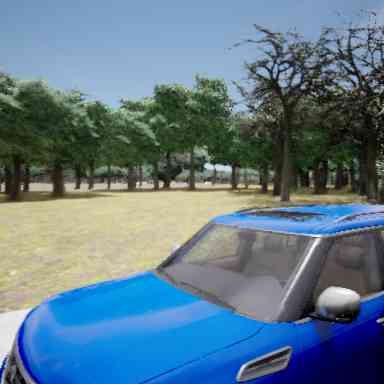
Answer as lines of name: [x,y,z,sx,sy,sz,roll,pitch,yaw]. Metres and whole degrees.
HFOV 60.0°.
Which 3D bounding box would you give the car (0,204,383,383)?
car: [1.084,1.198,3.569,5.566,2.045,2.150,0,0,-32]
